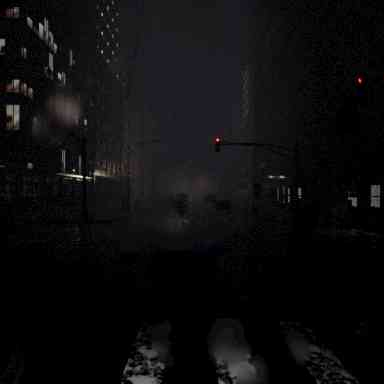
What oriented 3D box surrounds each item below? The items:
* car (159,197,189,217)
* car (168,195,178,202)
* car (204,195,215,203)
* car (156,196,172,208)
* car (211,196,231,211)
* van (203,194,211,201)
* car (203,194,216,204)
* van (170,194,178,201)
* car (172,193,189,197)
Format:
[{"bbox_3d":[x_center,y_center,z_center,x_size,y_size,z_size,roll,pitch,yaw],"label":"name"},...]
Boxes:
[{"bbox_3d":[-1.576,1.510,31.707,2.128,1.511,4.902,0,0,0],"label":"car"},{"bbox_3d":[-4.272,1.426,74.915,1.967,1.590,4.097,0,0,0],"label":"car"},{"bbox_3d":[3.641,1.432,69.434,1.967,1.590,4.097,0,0,0],"label":"car"},{"bbox_3d":[-4.107,1.593,47.277,1.802,1.307,4.206,0,0,0],"label":"car"},{"bbox_3d":[3.855,1.579,41.797,1.947,1.339,4.313,0,0,0],"label":"car"},{"bbox_3d":[3.575,1.321,80.489,1.690,1.788,3.998,0,0,0],"label":"van"},{"bbox_3d":[3.674,1.313,63.906,2.192,1.841,5.009,0,0,0],"label":"car"},{"bbox_3d":[-4.305,1.321,80.442,1.690,1.788,3.998,0,0,0],"label":"van"},{"bbox_3d":[-1.667,1.228,54.139,2.150,2.045,5.566,0,0,0],"label":"car"}]
